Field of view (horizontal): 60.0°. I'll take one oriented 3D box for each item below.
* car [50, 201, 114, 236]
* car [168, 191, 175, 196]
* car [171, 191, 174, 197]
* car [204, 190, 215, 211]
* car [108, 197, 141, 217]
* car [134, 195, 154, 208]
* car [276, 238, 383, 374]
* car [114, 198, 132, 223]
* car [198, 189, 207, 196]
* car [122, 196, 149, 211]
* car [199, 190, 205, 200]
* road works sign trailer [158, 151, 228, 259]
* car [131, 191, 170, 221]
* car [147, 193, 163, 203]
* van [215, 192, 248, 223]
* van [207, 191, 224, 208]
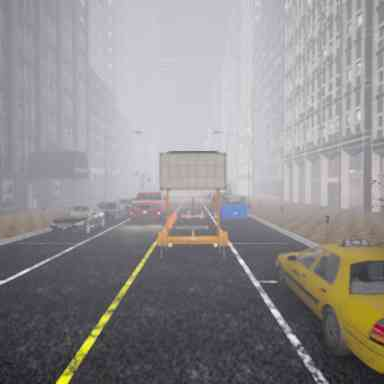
[{"bbox_3d":[-5.676,1.345,16.949,2.008,1.369,4.403,-1,1,0],"label":"car"},{"bbox_3d":[-5.581,0.426,90.661,1.752,1.417,4.829,-1,1,0],"label":"car"},{"bbox_3d":[-5.602,0.688,73.782,1.802,1.307,4.206,-1,1,0],"label":"car"},{"bbox_3d":[2.724,0.902,33.985,2.192,1.841,5.009,-1,1,0],"label":"car"},{"bbox_3d":[-5.661,1.201,28.316,1.887,1.381,4.507,-1,1,0],"label":"car"},{"bbox_3d":[-5.647,1.101,39.683,1.802,1.307,4.206,-1,1,0],"label":"car"},{"bbox_3d":[2.690,1.454,5.741,1.752,1.417,4.829,-1,1,0],"label":"car"},{"bbox_3d":[-5.669,1.291,22.633,1.947,1.339,4.313,-1,1,0],"label":"car"},{"bbox_3d":[2.798,0.213,90.818,2.192,1.841,5.009,-1,1,0],"label":"car"},{"bbox_3d":[-5.655,1.139,33.999,2.008,1.369,4.403,-1,1,0],"label":"car"},{"bbox_3d":[2.763,0.794,62.404,2.008,1.369,4.403,-1,1,0],"label":"car"},{"bbox_3d":[0.034,0.318,11.985,2.380,3.560,2.880,0,1,0],"label":"road works sign trailer"},{"bbox_3d":[-3.069,0.925,24.409,2.150,2.045,5.566,0,1,0],"label":"car"},{"bbox_3d":[-5.632,0.933,51.049,2.008,1.369,4.403,-1,1,0],"label":"car"},{"bbox_3d":[2.710,1.066,22.619,1.690,1.788,3.998,-1,1,0],"label":"van"},{"bbox_3d":[2.732,0.860,39.669,1.690,1.788,3.998,-1,1,0],"label":"van"}]
